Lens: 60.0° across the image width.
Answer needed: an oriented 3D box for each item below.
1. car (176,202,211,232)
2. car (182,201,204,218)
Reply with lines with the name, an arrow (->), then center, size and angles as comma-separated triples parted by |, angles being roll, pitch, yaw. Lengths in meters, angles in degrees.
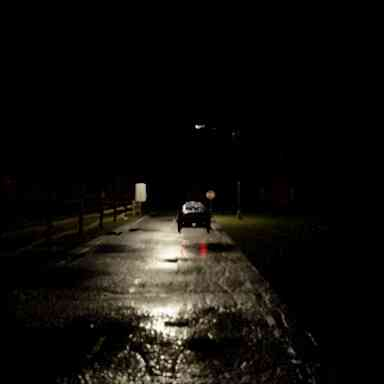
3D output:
car -> 0.100, 1.484, 19.766 | 2.128, 1.511, 4.902 | 0, 0, 0
car -> 0.110, 1.586, 31.414 | 1.895, 1.301, 4.718 | 0, 0, 0
